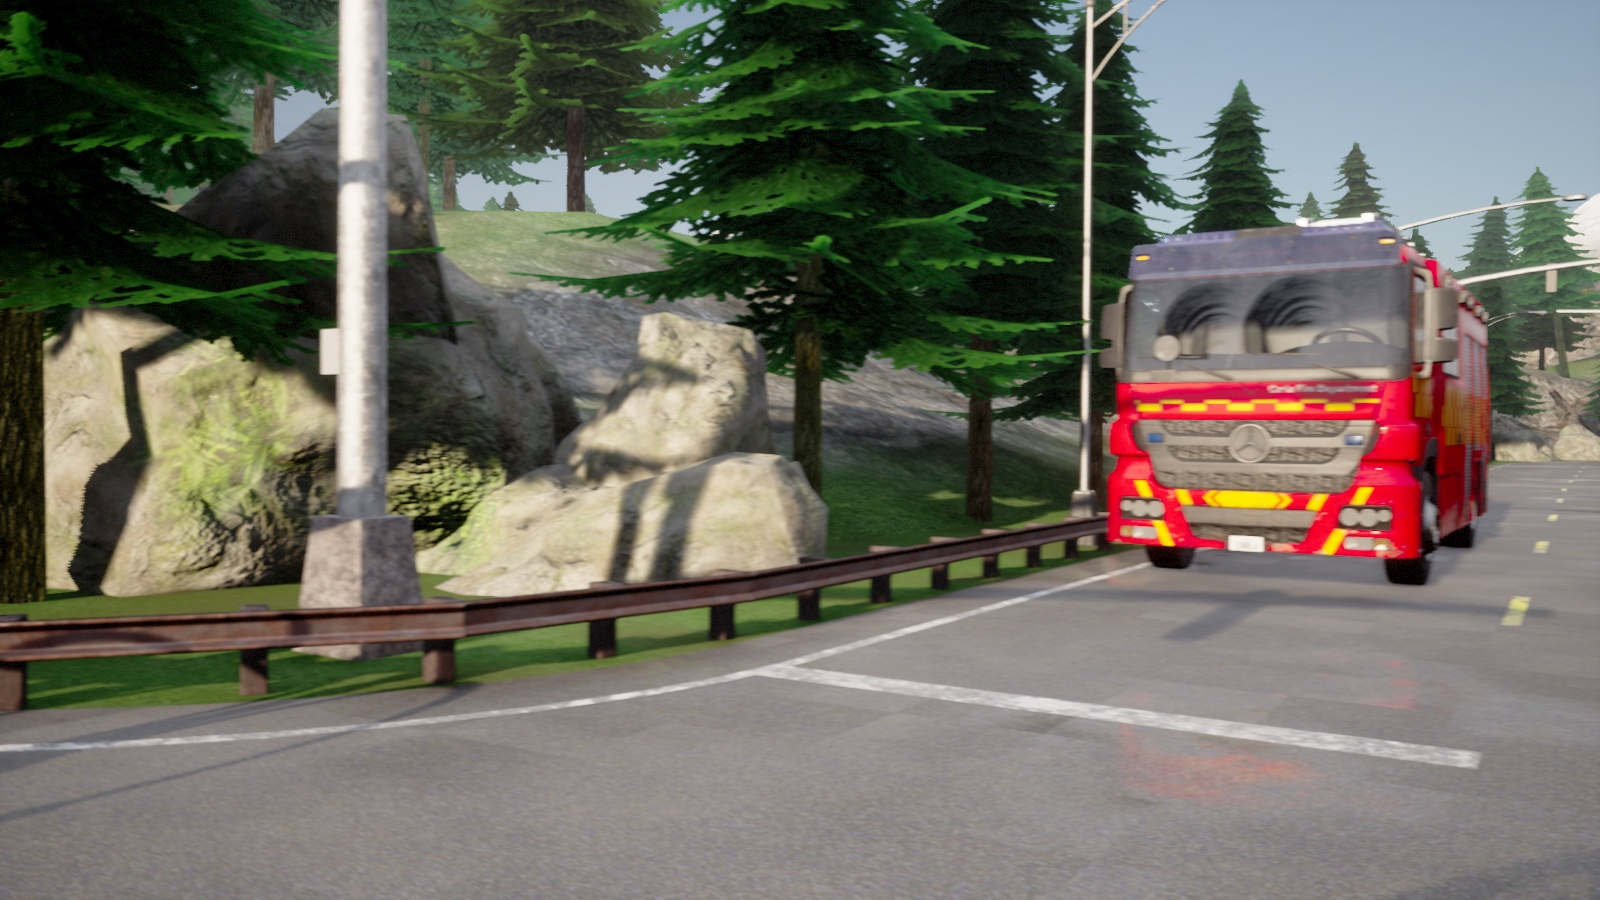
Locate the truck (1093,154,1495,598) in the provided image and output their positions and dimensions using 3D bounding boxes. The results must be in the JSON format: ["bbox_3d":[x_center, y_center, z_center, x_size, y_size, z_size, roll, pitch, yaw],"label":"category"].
[{"bbox_3d":[6.421,-0.714,15.181,2.891,3.827,8.468,0,1,33],"label":"truck"}]
